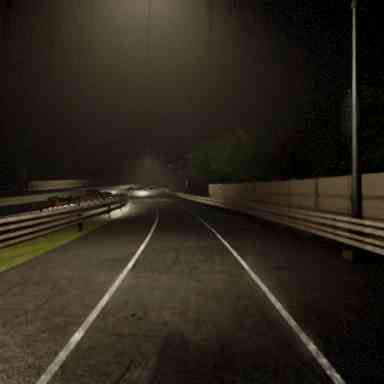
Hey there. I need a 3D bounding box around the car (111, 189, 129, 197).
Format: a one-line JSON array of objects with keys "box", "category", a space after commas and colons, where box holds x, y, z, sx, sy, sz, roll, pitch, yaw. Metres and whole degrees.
[{"box": [-18.361, 0.542, 84.860, 1.895, 1.301, 4.718, 0, 3, 6], "category": "car"}]

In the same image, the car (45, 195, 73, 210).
[{"box": [-21.795, 1.872, 53.859, 1.882, 1.535, 5.008, 0, 3, 6], "category": "car"}]

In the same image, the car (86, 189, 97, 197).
[{"box": [-25.321, 0.122, 85.580, 2.150, 2.045, 5.566, 0, 3, 6], "category": "car"}]

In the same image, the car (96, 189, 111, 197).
[{"box": [-21.845, 0.448, 85.197, 2.128, 1.511, 4.902, 0, 3, 6], "category": "car"}]

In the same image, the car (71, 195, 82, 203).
[{"box": [-23.894, 1.393, 66.911, 1.837, 1.490, 4.892, 0, 3, 6], "category": "car"}]
